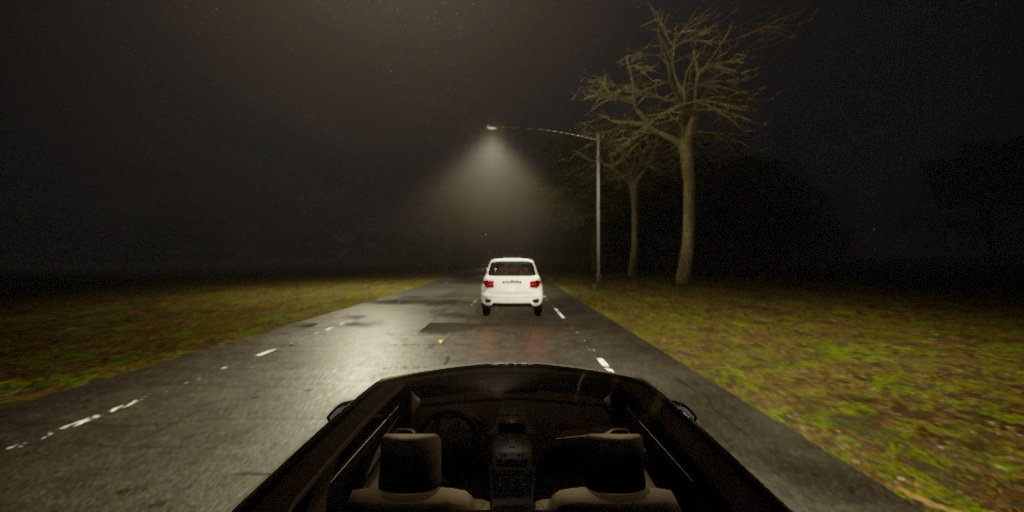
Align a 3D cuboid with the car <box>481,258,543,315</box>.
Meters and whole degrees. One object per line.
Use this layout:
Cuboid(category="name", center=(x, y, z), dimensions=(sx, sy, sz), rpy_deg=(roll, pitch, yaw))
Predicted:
Cuboid(category="car", center=(0.012, 1.107, 14.451), dimensions=(2.150, 2.045, 5.566), rpy_deg=(0, 0, 0))
